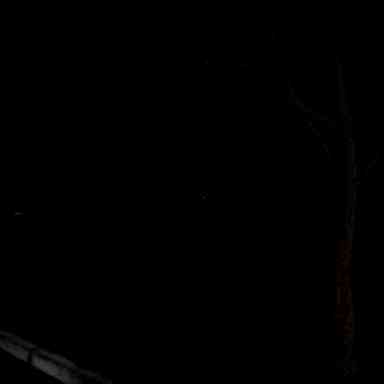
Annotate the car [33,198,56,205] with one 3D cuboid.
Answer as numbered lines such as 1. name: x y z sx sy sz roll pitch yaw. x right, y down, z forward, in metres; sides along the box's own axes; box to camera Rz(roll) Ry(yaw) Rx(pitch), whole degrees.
1. car: -18.381 1.518 40.699 2.097 1.767 4.553 0 0 32
